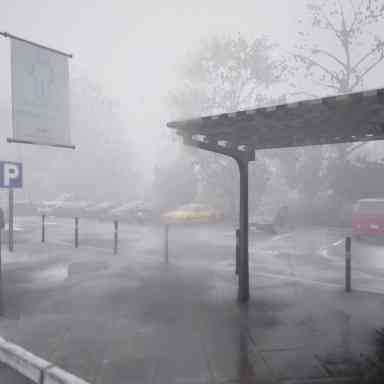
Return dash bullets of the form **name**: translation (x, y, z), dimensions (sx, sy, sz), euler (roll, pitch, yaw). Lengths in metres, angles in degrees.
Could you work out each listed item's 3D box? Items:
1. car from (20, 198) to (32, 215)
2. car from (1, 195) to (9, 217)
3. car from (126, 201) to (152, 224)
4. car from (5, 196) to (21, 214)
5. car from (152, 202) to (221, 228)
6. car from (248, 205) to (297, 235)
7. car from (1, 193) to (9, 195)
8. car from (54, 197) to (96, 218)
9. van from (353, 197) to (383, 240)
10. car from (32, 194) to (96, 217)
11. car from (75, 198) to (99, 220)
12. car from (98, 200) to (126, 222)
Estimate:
- **car**: translation (-13.453, 1.462, 32.319), dimensions (2.231, 1.521, 4.892), euler (0, 0, 36)
- **car**: translation (-17.863, 1.444, 35.702), dimensions (1.946, 1.575, 5.366), euler (0, 0, 36)
- **car**: translation (-2.140, 1.505, 24.283), dimensions (2.163, 1.488, 4.792), euler (0, 0, 36)
- **car**: translation (-15.713, 1.455, 33.934), dimensions (2.097, 1.535, 5.008), euler (0, 0, 36)
- **car**: translation (-0.006, 1.475, 22.495), dimensions (1.946, 1.575, 5.366), euler (0, 0, 36)
- **car**: translation (4.604, 1.514, 19.396), dimensions (2.163, 1.488, 4.792), euler (0, 0, 36)
- **car**: translation (-24.764, 1.153, 40.368), dimensions (2.435, 2.045, 5.566), euler (0, 0, 36)
- **car**: translation (-8.930, 1.466, 29.102), dimensions (2.097, 1.535, 5.008), euler (0, 0, 36)
- **van**: translation (9.205, 1.264, 16.289), dimensions (1.878, 1.987, 4.442), euler (0, 0, 36)
- **car**: translation (-11.208, 1.212, 30.688), dimensions (2.435, 2.045, 5.566), euler (0, 0, 36)
- **car**: translation (-6.671, 1.469, 27.489), dimensions (2.097, 1.535, 5.008), euler (0, 0, 36)
- **car**: translation (-4.411, 1.473, 25.877), dimensions (2.231, 1.521, 4.892), euler (0, 0, 36)
